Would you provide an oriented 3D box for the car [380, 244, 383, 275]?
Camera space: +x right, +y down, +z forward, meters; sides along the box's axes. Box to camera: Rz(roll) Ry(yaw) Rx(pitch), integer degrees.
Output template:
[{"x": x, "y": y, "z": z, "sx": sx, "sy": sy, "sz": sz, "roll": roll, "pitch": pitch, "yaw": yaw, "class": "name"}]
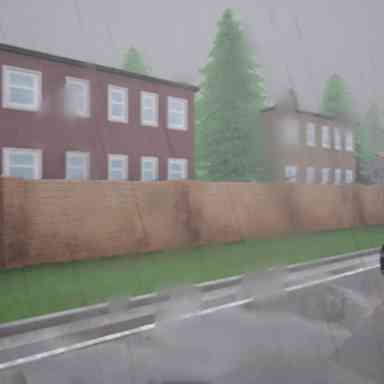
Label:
[{"x": 6.656, "y": 1.468, "z": 8.479, "sx": 4.892, "sy": 1.490, "sz": 1.837, "roll": 0, "pitch": 0, "yaw": -35, "class": "car"}]
